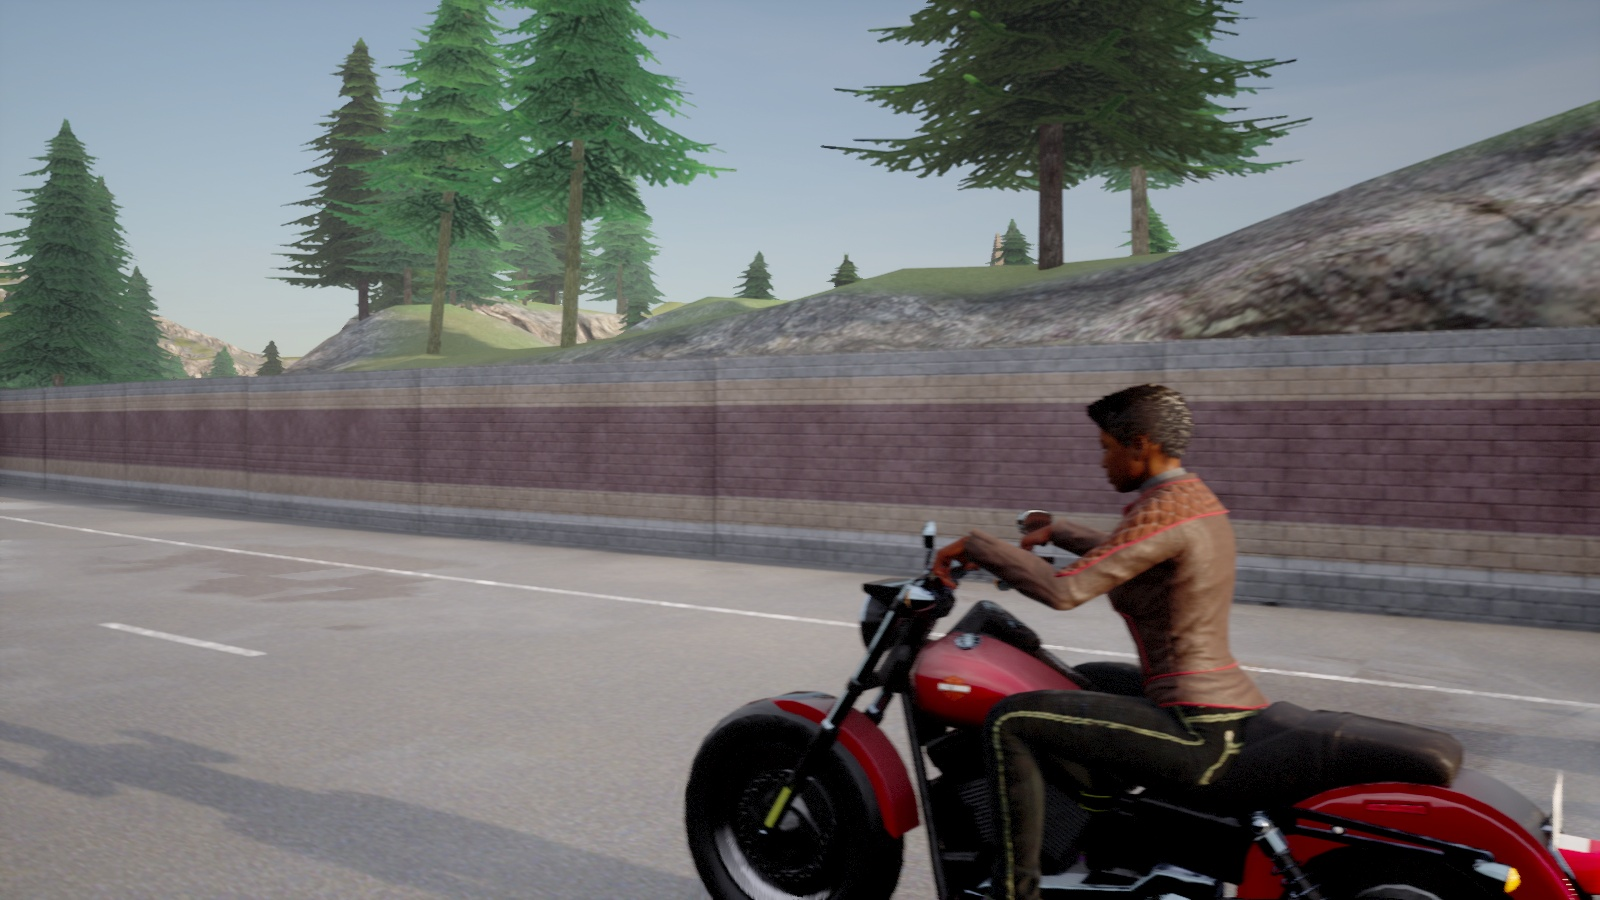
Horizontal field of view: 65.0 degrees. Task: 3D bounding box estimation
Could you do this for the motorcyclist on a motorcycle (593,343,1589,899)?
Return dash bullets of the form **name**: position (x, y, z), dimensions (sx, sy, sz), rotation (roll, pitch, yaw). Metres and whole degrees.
- **motorcyclist on a motorcycle**: position (0.617, 0.632, 3.211), dimensions (2.350, 1.649, 0.766), rotation (0, 1, 34)
